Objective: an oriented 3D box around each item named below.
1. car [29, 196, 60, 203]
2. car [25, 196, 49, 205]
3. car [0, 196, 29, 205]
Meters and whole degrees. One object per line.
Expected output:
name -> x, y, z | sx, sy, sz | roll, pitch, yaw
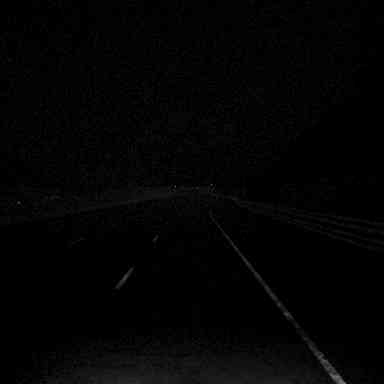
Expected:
car -> -17.574, 1.463, 40.783 | 1.882, 1.535, 5.008 | 0, 0, 0
car -> -27.358, 1.497, 58.882 | 2.128, 1.511, 4.902 | 0, 0, -3
car -> -21.070, 1.337, 40.906 | 2.097, 1.767, 4.553 | 0, 0, 0
